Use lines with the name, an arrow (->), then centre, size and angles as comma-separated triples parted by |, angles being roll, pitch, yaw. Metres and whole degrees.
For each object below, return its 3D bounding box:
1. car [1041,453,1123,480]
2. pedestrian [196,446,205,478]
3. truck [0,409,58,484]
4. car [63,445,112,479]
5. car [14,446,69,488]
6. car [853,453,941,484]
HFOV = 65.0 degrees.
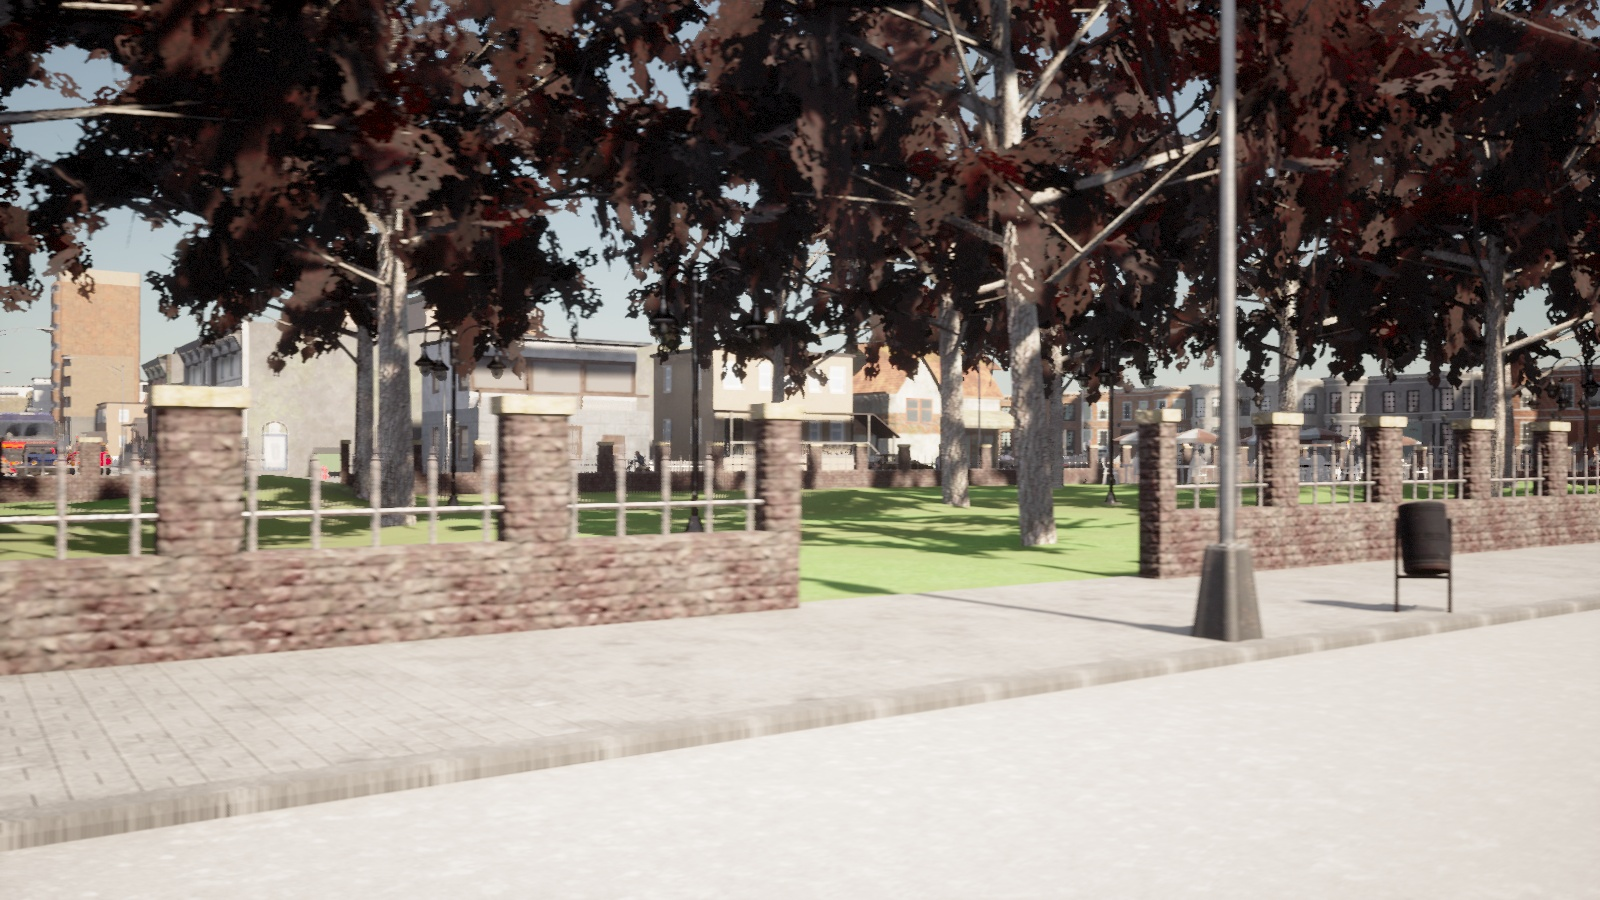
car -> 15.862, 0.910, 70.484 | 4.674, 1.442, 1.812 | 0, 0, -35
pedestrian -> -35.712, 0.713, 74.824 | 0.376, 1.854, 0.720 | 0, 0, -35
truck -> -42.764, -0.159, 68.983 | 2.891, 3.827, 8.468 | 0, 0, -35
car -> -44.839, 0.752, 78.990 | 2.150, 2.045, 5.566 | 0, 0, -35
car -> -34.677, 0.755, 57.363 | 1.905, 1.878, 3.866 | 0, 0, -34
car -> 4.891, 0.902, 62.855 | 4.193, 1.474, 1.816 | 0, 0, -35
